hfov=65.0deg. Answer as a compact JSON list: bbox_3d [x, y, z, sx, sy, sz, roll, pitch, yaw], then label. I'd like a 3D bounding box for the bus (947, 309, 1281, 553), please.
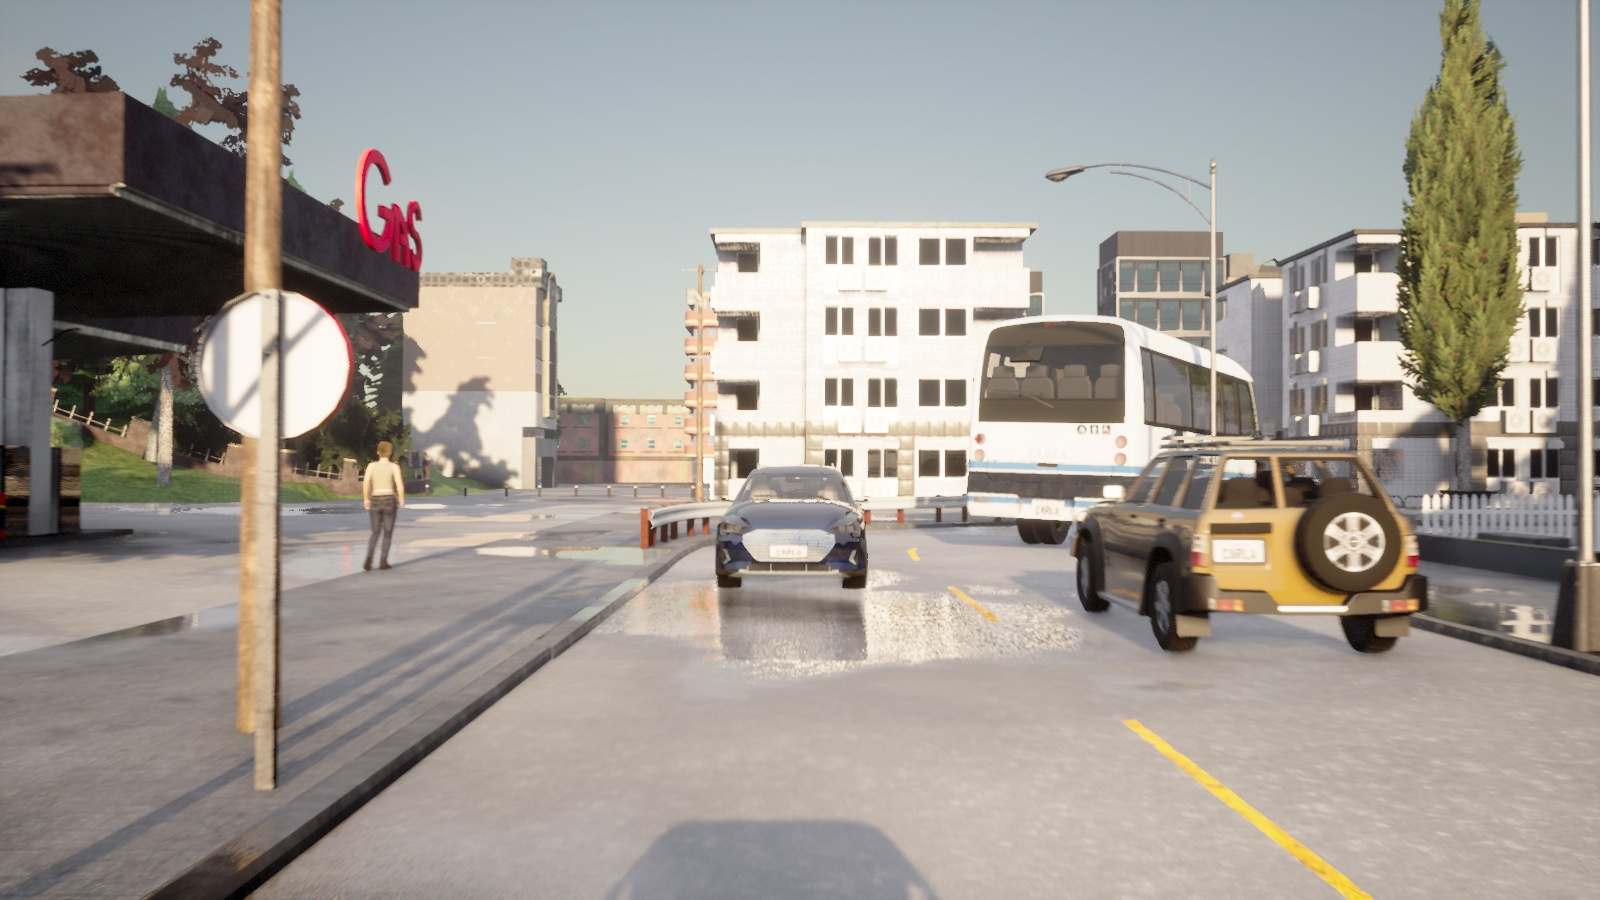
[{"bbox_3d":[7.280,-0.229,27.311,3.944,4.253,10.273,1,-1,32],"label":"bus"}]

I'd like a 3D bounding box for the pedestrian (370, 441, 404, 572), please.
[{"bbox_3d":[-5.851,0.792,17.819,0.345,1.836,0.594,0,-1,-6],"label":"pedestrian"}]

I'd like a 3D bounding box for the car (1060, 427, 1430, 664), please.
[{"bbox_3d":[3.970,0.781,12.168,1.932,1.855,4.605,0,-1,0],"label":"car"}]

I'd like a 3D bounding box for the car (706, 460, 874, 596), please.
[{"bbox_3d":[-0.049,0.988,17.728,2.033,1.649,4.856,0,-1,2],"label":"car"}]
